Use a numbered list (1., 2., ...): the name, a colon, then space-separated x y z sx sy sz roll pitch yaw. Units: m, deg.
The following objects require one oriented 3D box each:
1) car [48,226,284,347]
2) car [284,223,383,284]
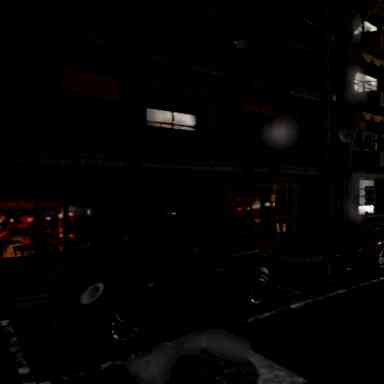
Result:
1. car: -0.470 1.437 6.231 4.097 1.590 1.967 0 0 -35
2. car: 4.030 1.572 9.440 4.206 1.307 1.802 0 0 -35
